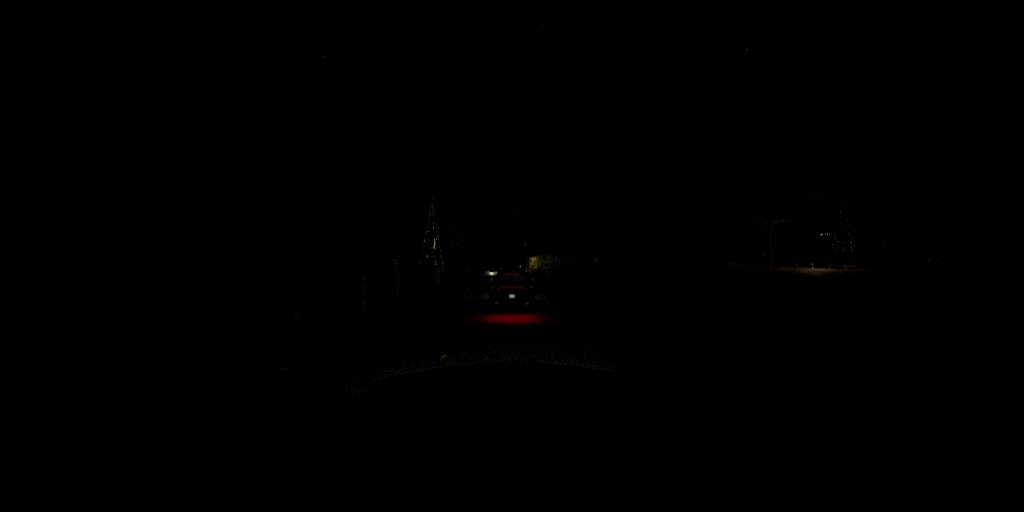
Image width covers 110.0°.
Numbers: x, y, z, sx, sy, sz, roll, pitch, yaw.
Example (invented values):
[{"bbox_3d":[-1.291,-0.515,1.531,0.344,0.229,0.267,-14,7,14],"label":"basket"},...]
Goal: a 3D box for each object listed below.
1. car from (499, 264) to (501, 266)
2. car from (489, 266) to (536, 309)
[{"bbox_3d":[0.012,1.619,30.377,1.837,1.490,4.892,0,0,0],"label":"car"},{"bbox_3d":[0.023,1.394,16.103,1.882,1.535,5.008,0,0,0],"label":"car"}]
